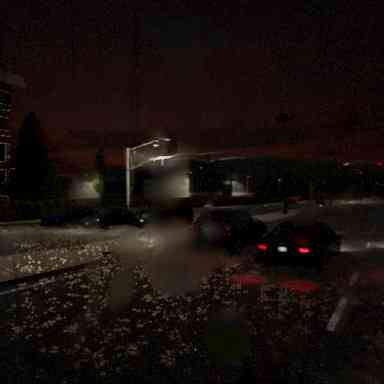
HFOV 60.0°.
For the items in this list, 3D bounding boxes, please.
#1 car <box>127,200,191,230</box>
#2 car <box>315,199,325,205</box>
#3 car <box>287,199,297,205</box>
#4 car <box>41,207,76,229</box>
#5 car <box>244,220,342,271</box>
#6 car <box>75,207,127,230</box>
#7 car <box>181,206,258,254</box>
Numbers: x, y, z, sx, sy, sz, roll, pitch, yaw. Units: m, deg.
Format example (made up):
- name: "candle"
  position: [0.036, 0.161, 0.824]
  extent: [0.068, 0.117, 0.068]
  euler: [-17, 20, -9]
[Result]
- name: "car"
  position: [-1.926, 1.583, 24.431]
  extent: [2.150, 2.045, 5.566]
  euler: [-1, -1, 31]
- name: "car"
  position: [31.416, 2.417, 81.593]
  extent: [2.128, 1.511, 4.902]
  euler: [-1, -1, 31]
- name: "car"
  position: [25.430, 2.515, 85.222]
  extent: [2.128, 1.511, 4.902]
  euler: [-1, -1, 31]
- name: "car"
  position: [-9.223, 1.915, 25.864]
  extent: [1.882, 1.535, 5.008]
  euler: [-1, -1, 31]
- name: "car"
  position: [3.871, 1.683, 11.525]
  extent: [2.033, 1.411, 5.357]
  euler: [-1, -1, 32]
- name: "car"
  position: [-5.922, 1.919, 24.565]
  extent: [1.812, 1.442, 4.674]
  euler: [-1, -1, 31]
- name: "car"
  position: [1.748, 1.551, 14.773]
  extent: [2.097, 1.767, 4.553]
  euler: [-1, -1, 31]
